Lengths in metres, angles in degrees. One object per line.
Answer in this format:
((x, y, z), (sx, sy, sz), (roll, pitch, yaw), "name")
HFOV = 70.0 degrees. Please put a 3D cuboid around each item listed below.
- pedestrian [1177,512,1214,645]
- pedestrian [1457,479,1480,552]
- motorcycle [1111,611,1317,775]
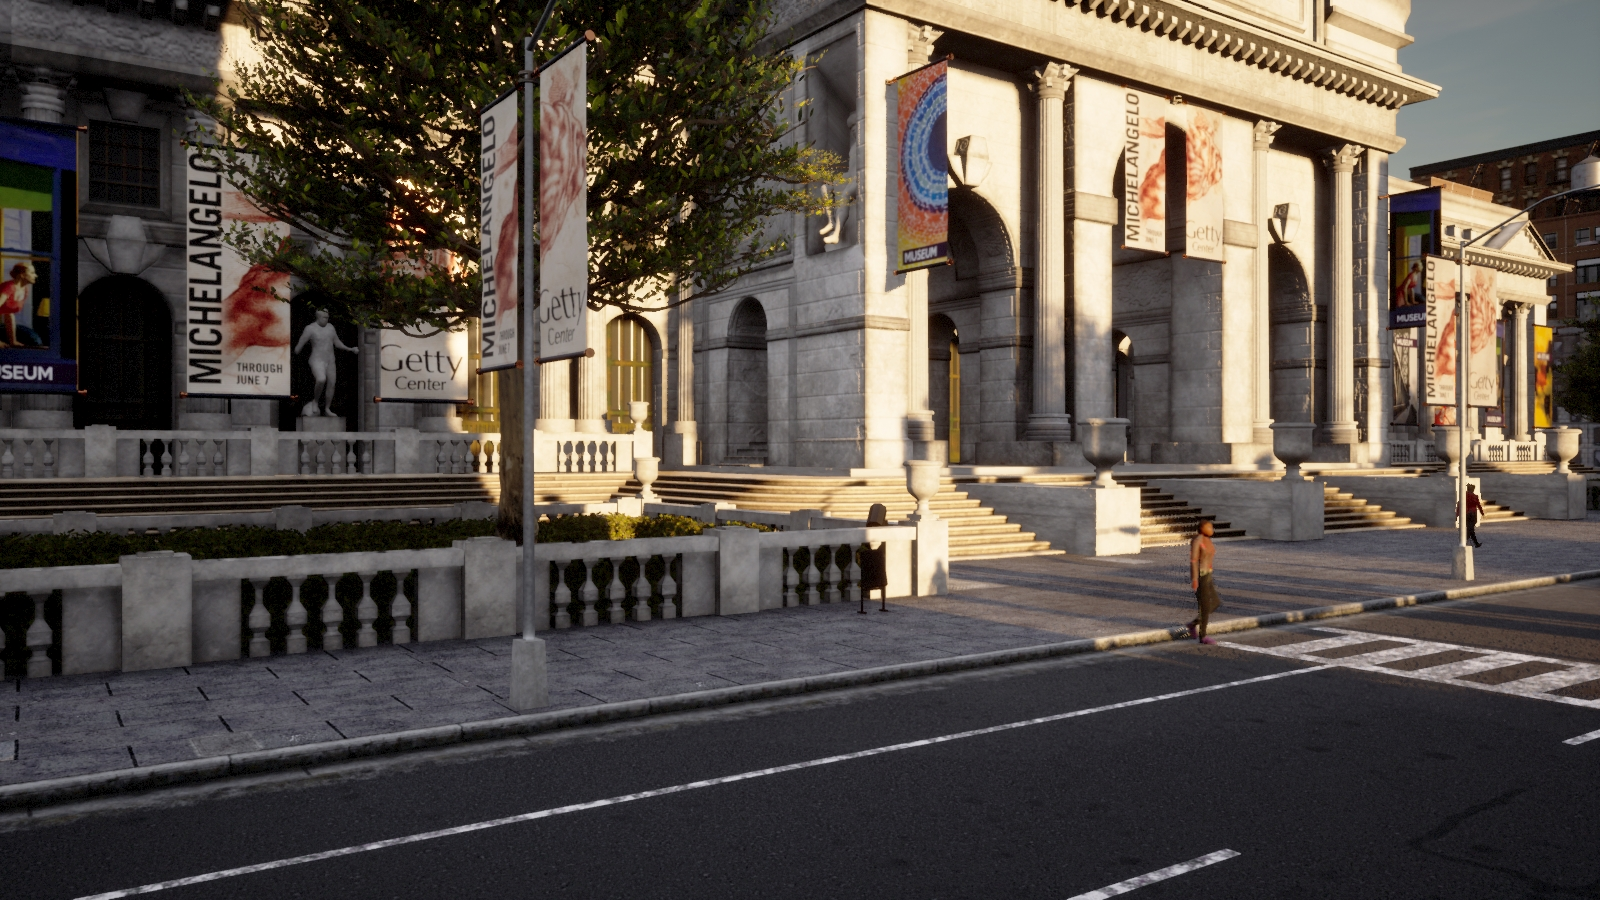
((5.726, 1.848, 16.533), (0.375, 1.860, 0.375), (0, 0, 44), "pedestrian")
((17.451, 1.696, 29.815), (0.375, 1.860, 0.375), (0, 0, -29), "pedestrian")
((3.903, 2.213, 10.714), (2.033, 1.145, 0.803), (0, 0, -36), "motorcycle")
